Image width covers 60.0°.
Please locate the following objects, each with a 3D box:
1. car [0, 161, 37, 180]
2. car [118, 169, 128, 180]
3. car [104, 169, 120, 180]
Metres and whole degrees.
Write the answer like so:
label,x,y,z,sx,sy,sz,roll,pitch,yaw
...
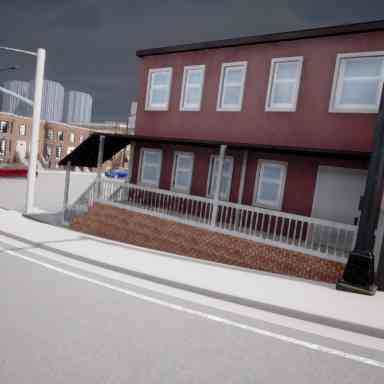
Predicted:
label,x,y,z,sx,sy,sz,roll,pitch,yaw
car,-17.396,-2.065,31.669,1.882,1.535,5.008,10,7,35
car,-7.180,-2.042,45.828,2.128,1.511,4.902,10,6,35
car,-10.200,-2.573,47.556,1.882,1.535,5.008,10,6,35
